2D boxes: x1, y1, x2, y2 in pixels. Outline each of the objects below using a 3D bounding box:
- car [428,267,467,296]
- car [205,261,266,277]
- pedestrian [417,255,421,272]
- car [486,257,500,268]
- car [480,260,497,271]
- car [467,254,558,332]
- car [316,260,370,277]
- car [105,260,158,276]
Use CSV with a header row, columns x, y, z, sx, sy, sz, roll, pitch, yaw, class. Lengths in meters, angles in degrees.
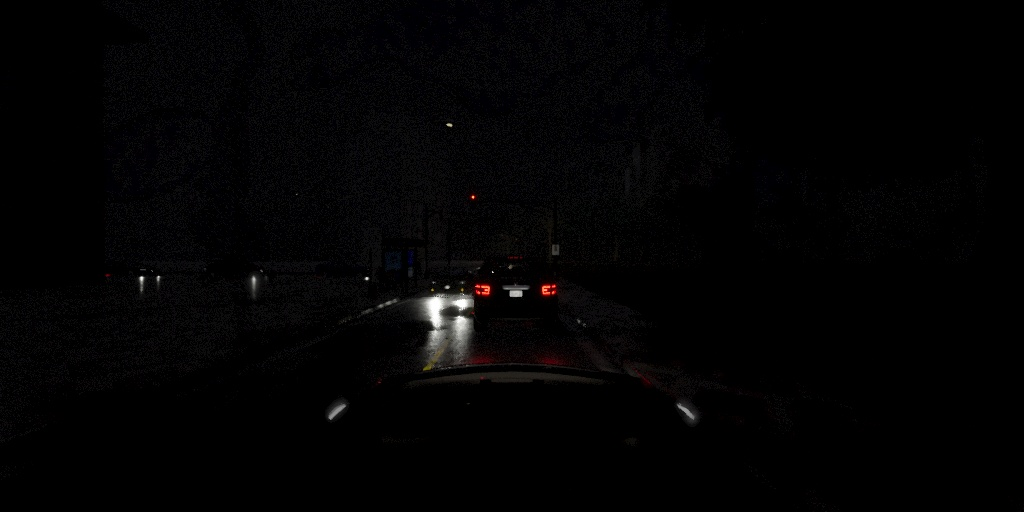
x,y,z,sx,sy,sz,roll,pitch,yaw,class
-3.095,1.305,19.161,1.994,1.385,4.181,0,0,0,car
-25.346,1.175,32.938,4.892,1.490,1.837,0,1,1,car
-10.075,0.800,38.781,0.375,1.860,0.375,0,0,1,pedestrian
-3.074,1.036,58.421,2.097,1.767,4.553,0,0,0,car
-3.087,1.249,48.203,2.033,1.411,5.357,0,0,0,car
0.098,0.968,10.992,2.150,2.045,5.566,0,0,0,car
-15.160,1.176,32.680,5.008,1.535,1.882,0,0,0,car
-35.719,1.145,33.214,4.892,1.490,1.837,0,1,2,car
